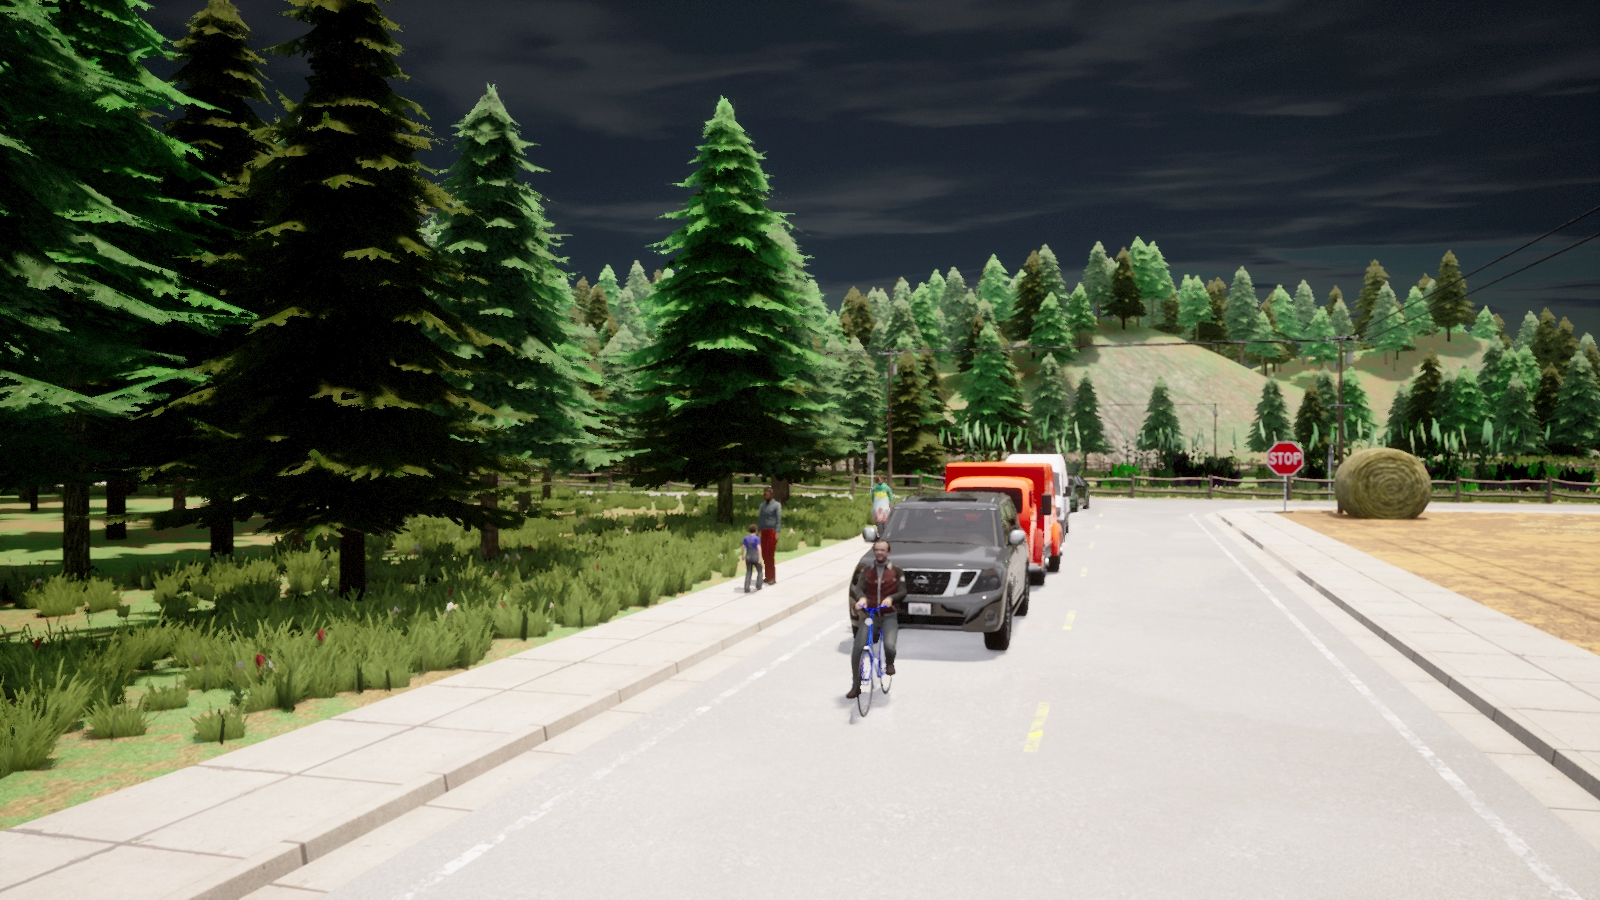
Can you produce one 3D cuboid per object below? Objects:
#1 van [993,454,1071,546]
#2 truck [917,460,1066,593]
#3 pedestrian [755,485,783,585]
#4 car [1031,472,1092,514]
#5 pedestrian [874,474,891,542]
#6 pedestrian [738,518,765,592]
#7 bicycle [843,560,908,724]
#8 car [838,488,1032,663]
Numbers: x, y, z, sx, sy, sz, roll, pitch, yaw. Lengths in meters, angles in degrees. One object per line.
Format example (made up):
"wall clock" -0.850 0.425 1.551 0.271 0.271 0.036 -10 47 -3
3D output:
"van" 7.244 1.409 35.252 1.988 2.561 5.915 0 0 15
"truck" 4.275 1.479 24.660 2.627 2.467 5.204 0 0 15
"pedestrian" -0.594 1.616 21.858 0.375 1.860 0.375 0 0 41
"car" 11.412 1.822 49.618 1.851 1.617 3.988 0 0 24
"pedestrian" 2.262 1.582 31.340 0.375 1.860 0.375 0 0 19
"pedestrian" -0.881 1.898 20.723 0.375 1.300 0.375 0 0 20
"bicycle" 0.844 2.014 12.379 0.329 1.471 1.835 0 0 16
"car" 2.302 1.715 17.731 2.150 2.045 5.566 0 0 16
